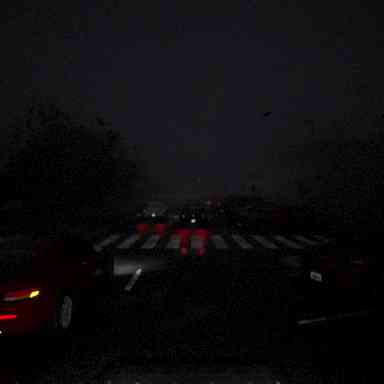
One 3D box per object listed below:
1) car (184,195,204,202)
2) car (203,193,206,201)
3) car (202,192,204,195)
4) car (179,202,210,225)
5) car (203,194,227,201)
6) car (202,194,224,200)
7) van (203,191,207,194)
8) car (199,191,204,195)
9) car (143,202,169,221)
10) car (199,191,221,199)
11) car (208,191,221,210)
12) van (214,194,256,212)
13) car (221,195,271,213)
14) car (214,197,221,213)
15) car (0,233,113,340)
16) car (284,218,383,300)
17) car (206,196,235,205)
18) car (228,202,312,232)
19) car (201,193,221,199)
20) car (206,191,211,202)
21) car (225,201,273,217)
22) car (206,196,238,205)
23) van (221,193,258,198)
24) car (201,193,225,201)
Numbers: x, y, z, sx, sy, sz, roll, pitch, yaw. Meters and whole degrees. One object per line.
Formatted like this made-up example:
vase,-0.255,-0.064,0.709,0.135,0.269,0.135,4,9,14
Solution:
car,0.085,1.497,41.419,2.128,1.511,4.902,0,0,0
car,4.880,1.449,53.111,5.366,1.575,1.946,1,1,-20
car,5.020,1.212,65.110,4.553,1.767,2.185,1,1,-20
car,0.092,1.609,24.020,1.895,1.301,4.718,0,0,0
car,5.070,1.241,74.083,4.792,1.488,2.163,0,1,-20
car,5.038,1.167,80.035,4.674,1.452,2.002,1,1,-20
van,4.943,1.149,62.082,4.442,1.987,1.878,1,1,-20
car,4.872,1.251,71.021,5.366,1.575,1.946,0,1,-20
car,-2.909,1.534,27.433,1.812,1.442,4.674,0,0,0
car,5.067,0.735,91.974,5.566,2.045,2.435,1,0,-20
car,5.037,1.246,35.259,5.566,2.045,2.435,1,0,-20
van,4.952,1.271,38.212,4.442,1.987,1.878,1,0,-20
car,5.034,1.372,26.315,4.553,1.767,2.185,1,0,-20
car,5.053,1.499,32.290,4.892,1.521,2.231,1,0,-20
car,-2.902,1.529,6.557,1.812,1.442,4.674,0,0,0
car,5.042,1.526,8.319,4.792,1.488,2.163,1,0,-20
car,5.044,1.445,59.152,4.674,1.452,2.002,1,0,-20
car,5.038,1.527,20.325,4.792,1.488,2.163,1,0,-20
car,5.049,1.020,88.975,4.892,1.521,2.231,1,1,-20
car,5.086,1.246,41.255,5.566,2.045,2.435,1,0,-20
car,5.058,1.538,23.343,4.674,1.452,2.002,1,0,-20
car,5.077,1.464,56.180,4.792,1.488,2.163,1,0,-20
van,5.172,1.273,29.351,4.442,1.987,1.878,1,0,-20
car,4.870,1.162,76.986,5.366,1.575,1.946,0,1,-20
